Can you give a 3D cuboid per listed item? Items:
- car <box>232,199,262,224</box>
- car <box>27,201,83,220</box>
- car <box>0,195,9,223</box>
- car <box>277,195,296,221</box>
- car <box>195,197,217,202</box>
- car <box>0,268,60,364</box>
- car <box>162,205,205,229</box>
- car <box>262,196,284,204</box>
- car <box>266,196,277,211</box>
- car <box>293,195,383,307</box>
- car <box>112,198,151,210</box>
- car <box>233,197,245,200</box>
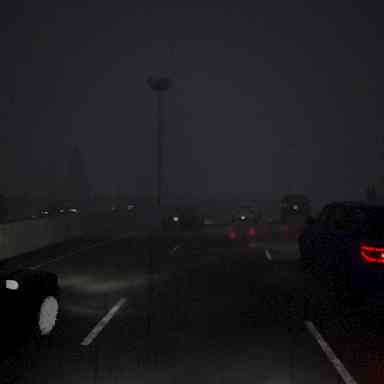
[{"bbox_3d":[4.144,1.513,24.879,1.812,1.442,4.674,0,0,17],"label":"car"},{"bbox_3d":[-10.393,1.468,25.535,2.128,1.511,4.902,0,0,15],"label":"car"},{"bbox_3d":[-14.875,1.188,22.172,2.150,2.045,5.566,0,0,13],"label":"car"},{"bbox_3d":[8.317,1.211,26.495,2.150,2.045,5.566,0,0,19],"label":"car"},{"bbox_3d":[2.740,1.646,61.083,2.033,1.411,5.357,0,0,36],"label":"car"},{"bbox_3d":[-3.166,1.463,3.477,1.882,1.535,5.008,0,0,2],"label":"car"},{"bbox_3d":[-0.459,1.546,21.343,1.994,1.385,4.181,0,0,14],"label":"car"},{"bbox_3d":[16.135,1.594,66.384,2.128,1.511,4.902,0,0,43],"label":"car"},{"bbox_3d":[11.111,1.564,41.367,2.033,1.411,5.357,0,0,29],"label":"car"},{"bbox_3d":[4.162,1.217,7.983,2.150,2.045,5.566,0,0,6],"label":"car"},{"bbox_3d":[-5.364,1.341,30.055,2.097,1.767,4.553,0,0,19],"label":"car"},{"bbox_3d":[8.995,1.681,63.468,1.994,1.385,4.181,0,0,39],"label":"car"}]
